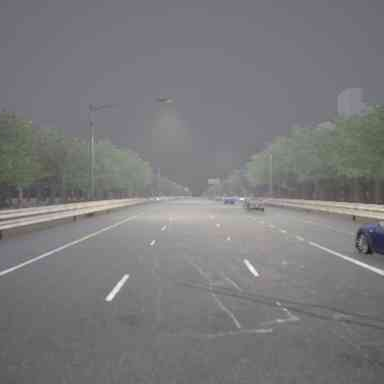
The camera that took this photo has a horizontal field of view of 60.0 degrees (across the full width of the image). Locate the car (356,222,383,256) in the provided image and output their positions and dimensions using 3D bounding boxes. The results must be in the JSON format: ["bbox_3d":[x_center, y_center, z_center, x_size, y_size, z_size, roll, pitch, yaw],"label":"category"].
[{"bbox_3d":[7.181,1.360,10.500,2.097,1.767,4.553,0,0,-2],"label":"car"}]

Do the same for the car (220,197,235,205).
[{"bbox_3d":[7.139,1.667,64.852,1.882,1.535,5.008,0,-1,0],"label":"car"}]

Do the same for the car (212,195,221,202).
[{"bbox_3d":[7.326,1.877,92.015,2.097,1.767,4.553,0,-1,0],"label":"car"}]

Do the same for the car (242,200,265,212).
[{"bbox_3d":[7.034,1.574,38.350,2.033,1.411,5.357,0,0,0],"label":"car"}]
